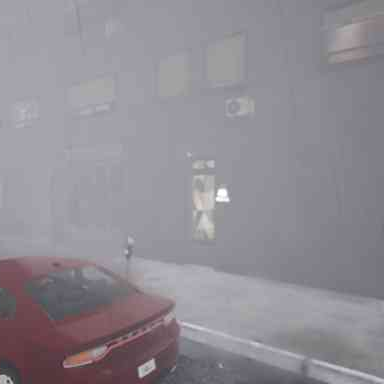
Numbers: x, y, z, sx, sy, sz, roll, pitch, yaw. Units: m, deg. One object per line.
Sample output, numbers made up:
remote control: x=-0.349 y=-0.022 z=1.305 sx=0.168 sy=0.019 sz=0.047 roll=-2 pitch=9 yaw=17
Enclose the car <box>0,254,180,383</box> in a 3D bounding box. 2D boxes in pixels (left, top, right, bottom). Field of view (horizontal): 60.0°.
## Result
car: x=-2.247 y=1.539 z=4.469 sx=4.507 sy=1.381 sz=1.887 roll=0 pitch=0 yaw=36
